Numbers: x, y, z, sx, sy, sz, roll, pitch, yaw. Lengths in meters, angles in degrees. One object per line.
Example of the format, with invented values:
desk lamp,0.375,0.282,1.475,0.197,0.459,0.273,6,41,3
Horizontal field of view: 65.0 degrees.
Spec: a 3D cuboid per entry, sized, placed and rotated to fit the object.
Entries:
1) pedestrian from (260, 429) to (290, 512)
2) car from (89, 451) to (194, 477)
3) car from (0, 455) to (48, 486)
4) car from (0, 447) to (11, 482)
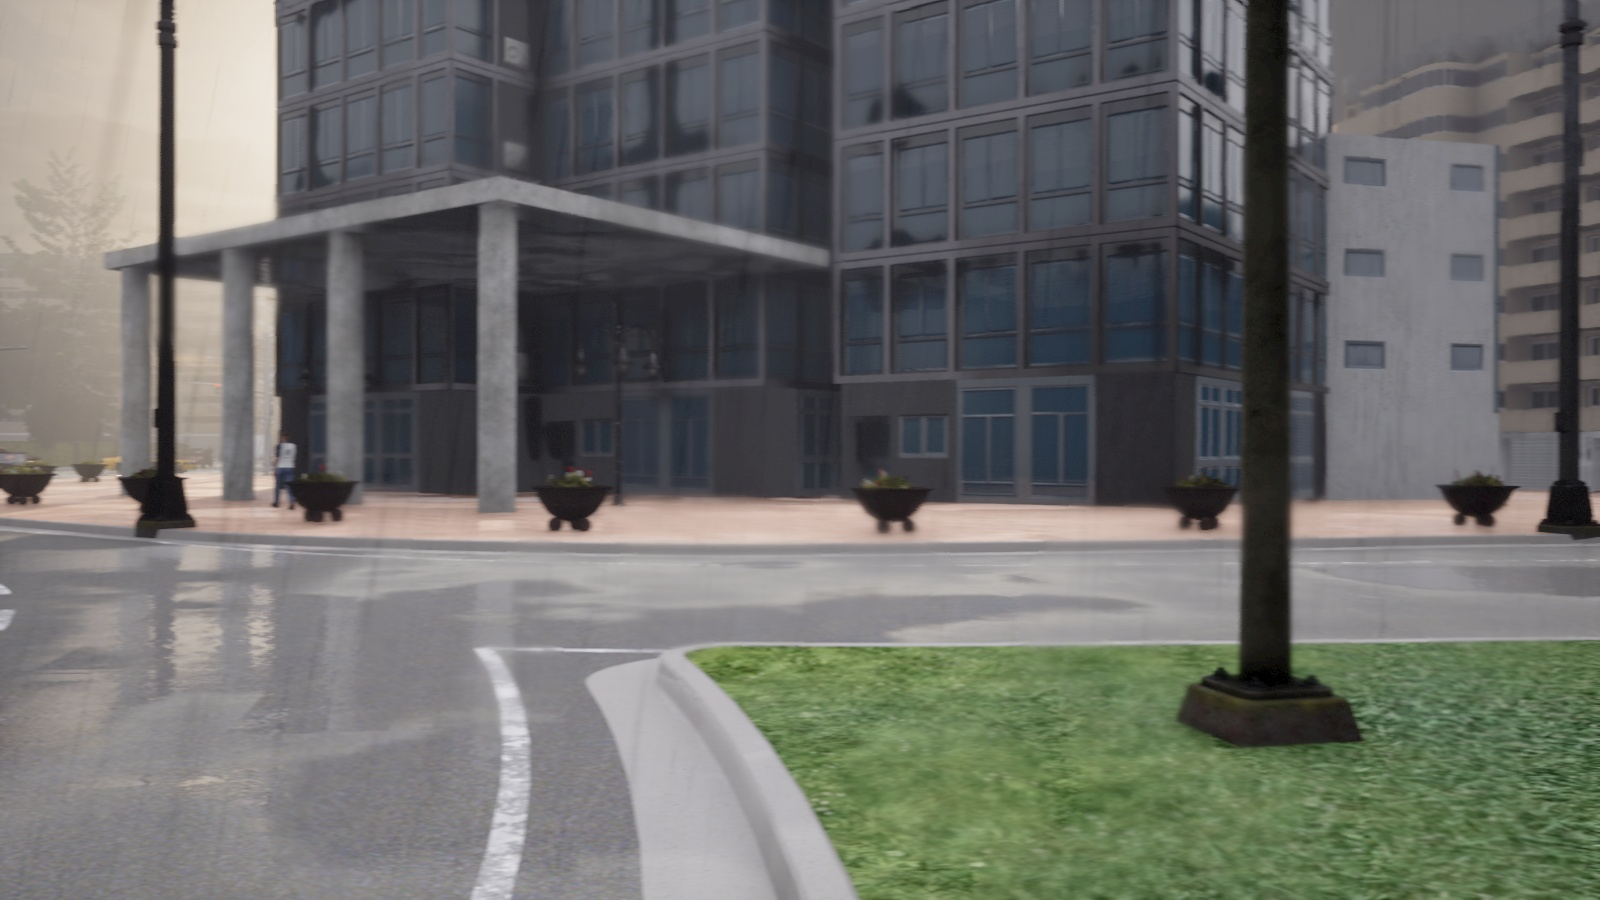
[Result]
pedestrian,-11.803,0.454,28.234,0.706,1.836,0.354,0,0,43
car,-40.124,0.849,76.635,5.366,1.575,1.801,0,0,-14
car,-36.562,0.919,57.985,1.994,1.385,4.181,0,0,-13
car,-41.465,0.726,63.294,2.097,1.767,4.553,0,0,-22
